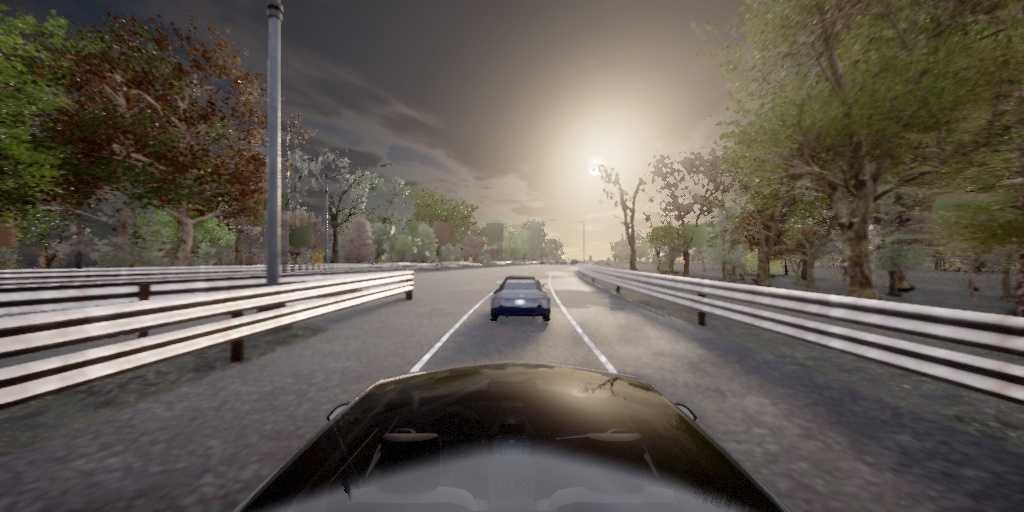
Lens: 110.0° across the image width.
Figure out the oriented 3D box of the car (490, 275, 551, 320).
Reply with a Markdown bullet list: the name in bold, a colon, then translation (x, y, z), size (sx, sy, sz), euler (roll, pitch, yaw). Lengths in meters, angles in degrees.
- **car**: translation (0.334, 1.378, 12.907), size (1.994, 1.385, 4.181), euler (0, 0, 2)
